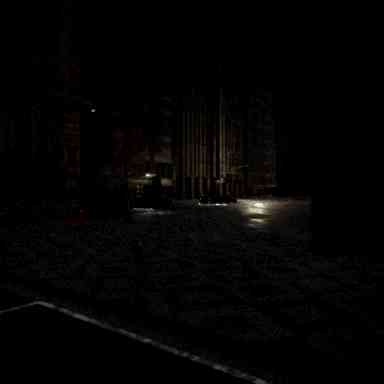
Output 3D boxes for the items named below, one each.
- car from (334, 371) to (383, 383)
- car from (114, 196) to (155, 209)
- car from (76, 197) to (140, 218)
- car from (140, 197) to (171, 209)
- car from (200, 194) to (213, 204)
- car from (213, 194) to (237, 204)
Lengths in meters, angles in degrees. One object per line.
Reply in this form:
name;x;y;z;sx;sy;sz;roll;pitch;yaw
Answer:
car;2.594;1.556;1.002;4.507;1.381;1.887;0;0;36
car;-7.374;1.295;43.044;2.033;1.411;5.357;0;0;36
car;-6.889;1.263;26.776;2.128;1.511;4.902;0;0;35
car;-4.520;1.270;41.447;1.812;1.442;4.674;0;0;36
car;3.227;1.131;57.748;2.097;1.767;4.553;0;0;35
car;5.855;1.312;55.837;1.994;1.385;4.181;0;0;35
